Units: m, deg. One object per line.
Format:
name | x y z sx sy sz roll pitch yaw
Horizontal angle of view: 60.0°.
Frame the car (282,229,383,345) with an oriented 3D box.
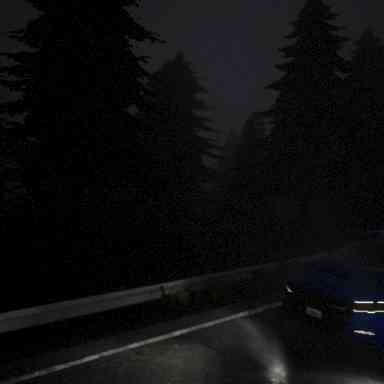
car | 3.827 1.476 6.260 5.008 1.535 1.882 0 0 -35
